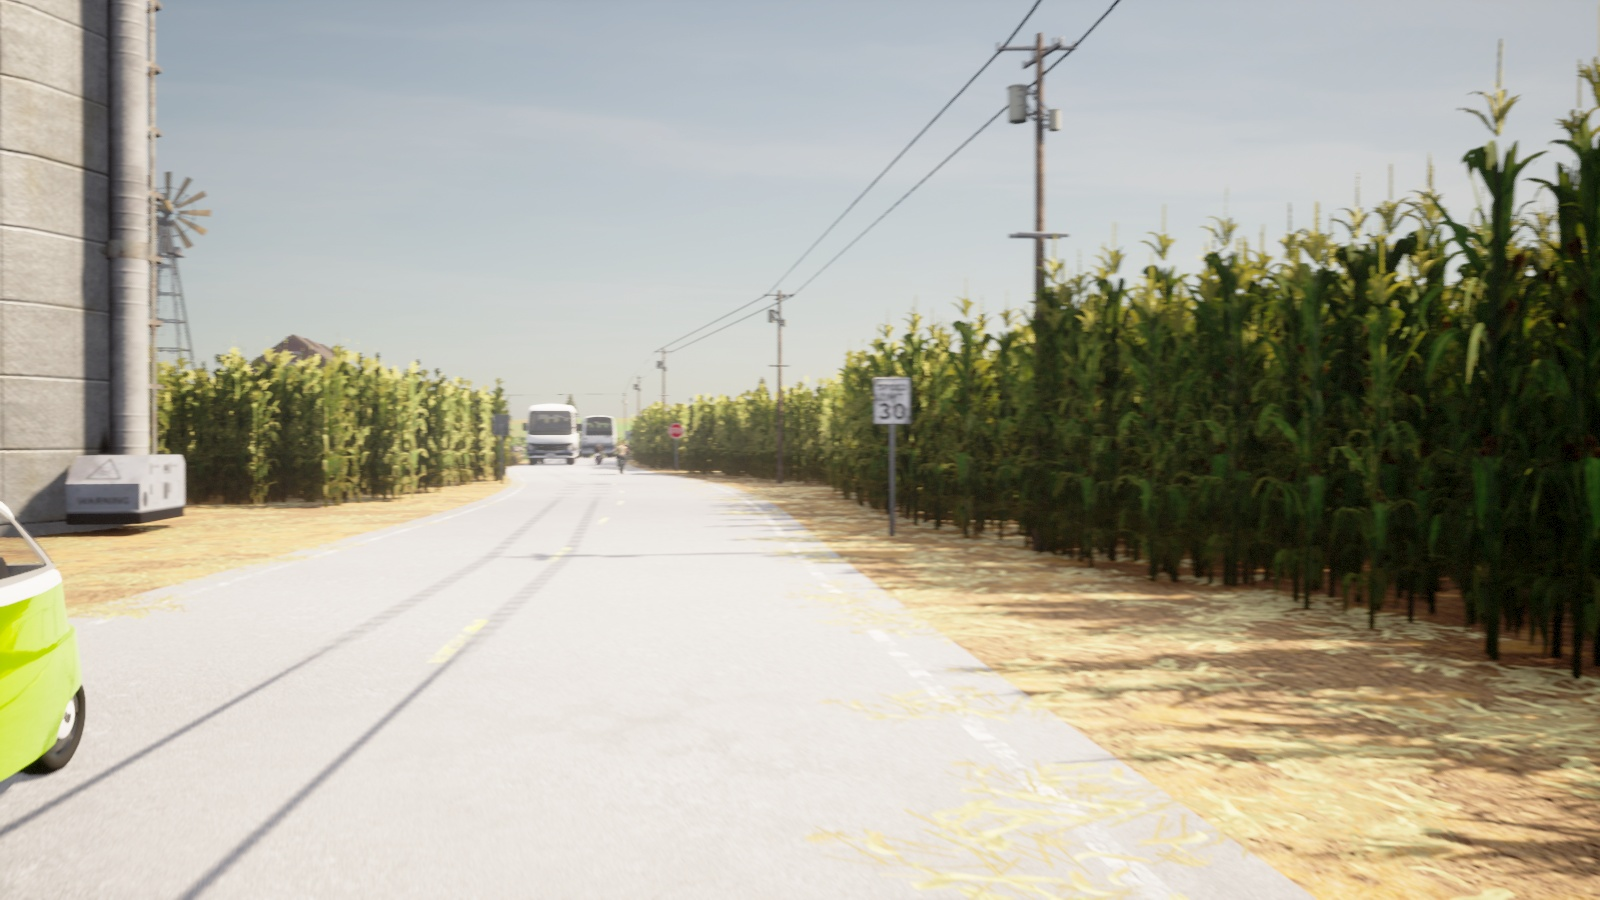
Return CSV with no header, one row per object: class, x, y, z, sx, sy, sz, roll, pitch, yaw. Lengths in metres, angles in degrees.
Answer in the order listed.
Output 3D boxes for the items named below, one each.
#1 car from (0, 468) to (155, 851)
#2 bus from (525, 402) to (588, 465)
car,-3.689,0.777,4.784,1.481,1.376,2.207,0,0,-6
bus,-17.083,-1.126,88.934,3.944,4.253,10.273,0,0,-8
